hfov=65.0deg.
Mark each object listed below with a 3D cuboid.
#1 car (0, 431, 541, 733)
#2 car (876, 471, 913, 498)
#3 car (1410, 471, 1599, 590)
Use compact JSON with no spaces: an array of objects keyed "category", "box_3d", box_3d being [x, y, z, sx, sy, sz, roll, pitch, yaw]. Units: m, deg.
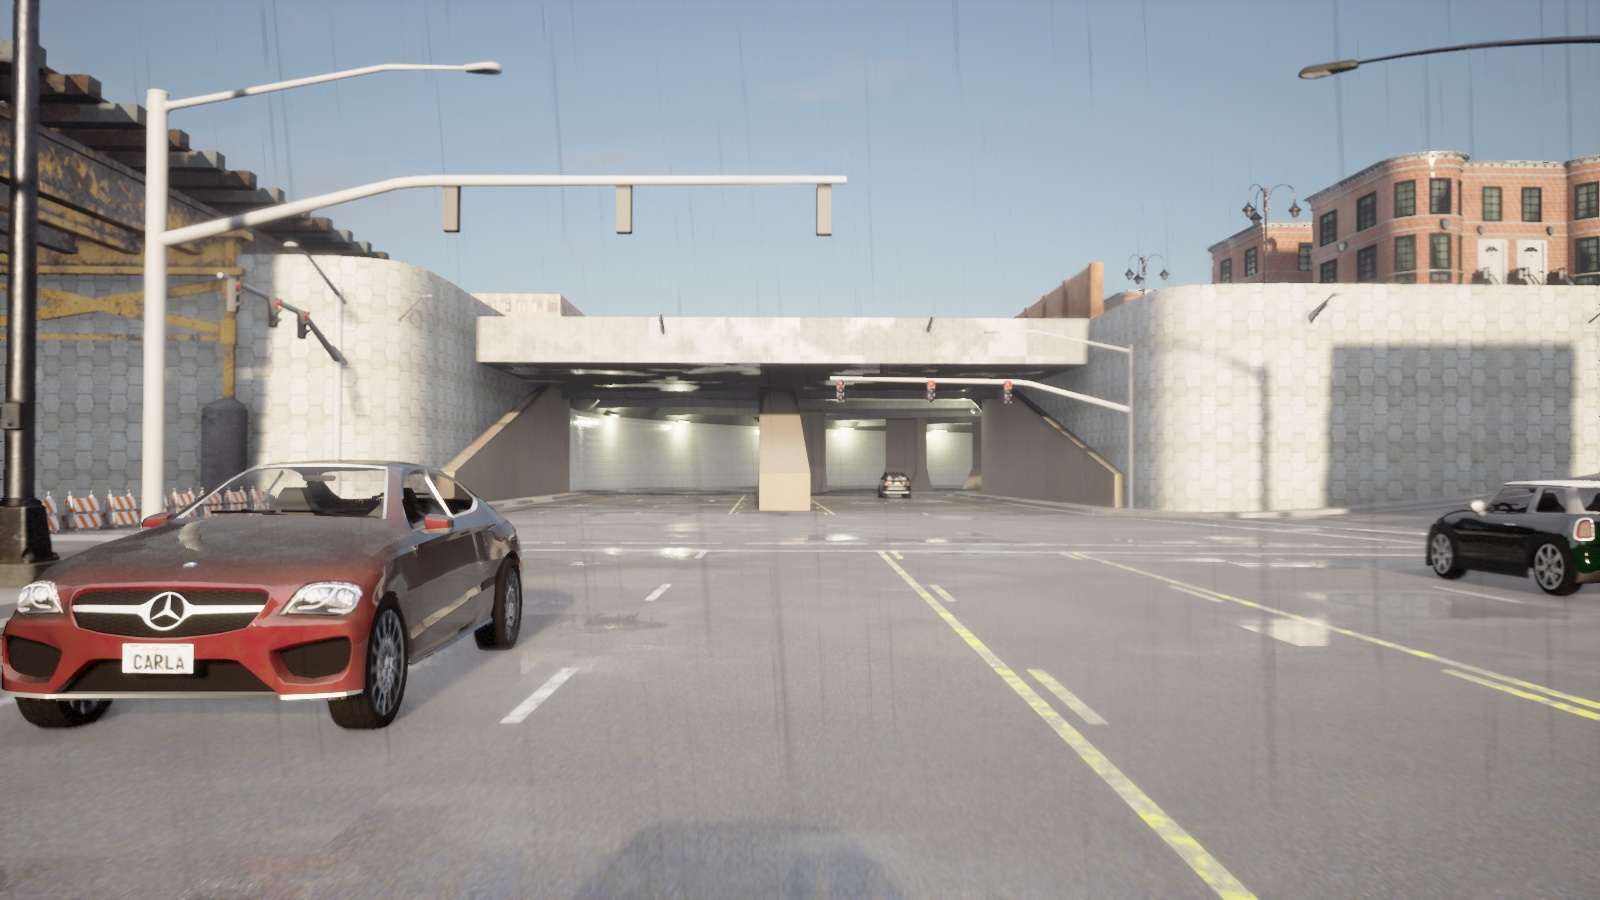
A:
[{"category":"car","box_3d":[-3.526,0.765,9.410,2.152,1.651,5.027,0,-1,0]},{"category":"car","box_3d":[5.562,2.012,74.248,1.789,1.549,3.705,0,-1,-2]},{"category":"car","box_3d":[10.480,1.031,17.537,1.970,1.475,3.806,0,-1,-1]}]
